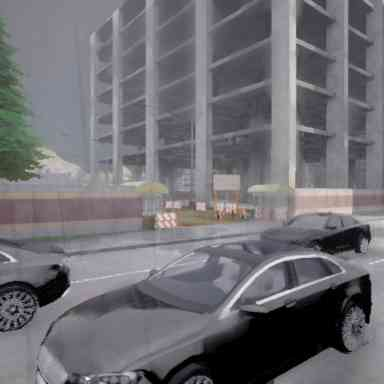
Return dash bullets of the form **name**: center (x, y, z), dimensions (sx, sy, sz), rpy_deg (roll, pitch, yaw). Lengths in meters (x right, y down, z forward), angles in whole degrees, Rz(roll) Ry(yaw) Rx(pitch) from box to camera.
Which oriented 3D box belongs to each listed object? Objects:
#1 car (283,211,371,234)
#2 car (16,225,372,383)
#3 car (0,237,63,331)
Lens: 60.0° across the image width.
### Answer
- **car**: center (4.512, 1.477, 11.914), dimensions (5.008, 1.535, 1.882), rpy_deg (0, 0, -38)
- **car**: center (0.604, 1.492, 4.471), dimensions (4.902, 1.511, 2.128), rpy_deg (0, 0, -38)
- **car**: center (-4.527, 1.492, 5.327), dimensions (4.902, 1.511, 2.128), rpy_deg (0, 0, -33)
